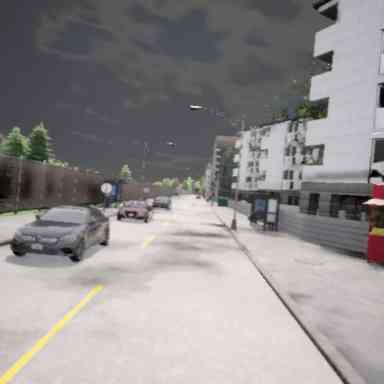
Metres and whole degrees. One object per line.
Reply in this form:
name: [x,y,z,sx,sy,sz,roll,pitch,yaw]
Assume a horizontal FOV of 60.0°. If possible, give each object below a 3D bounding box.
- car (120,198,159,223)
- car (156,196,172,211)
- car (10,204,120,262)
car: [-3.736,1.237,22.644,1.994,1.385,4.181,5,0,1]
car: [-3.363,1.206,38.069,1.882,1.535,5.008,5,0,2]
car: [-3.946,1.163,10.905,1.812,1.442,4.674,5,0,1]
